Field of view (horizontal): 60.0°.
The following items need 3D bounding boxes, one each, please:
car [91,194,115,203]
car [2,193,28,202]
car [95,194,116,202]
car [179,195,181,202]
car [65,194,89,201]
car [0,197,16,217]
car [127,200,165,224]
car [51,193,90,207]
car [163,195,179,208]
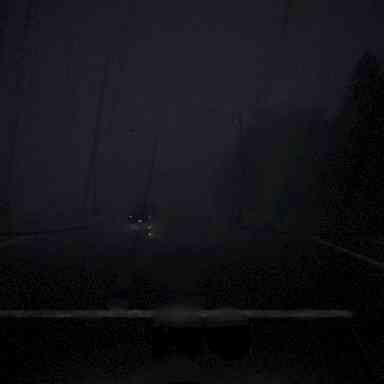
[{"bbox_3d":[-17.616,1.137,62.364,5.027,1.636,2.152,0,0,0],"label":"car"},{"bbox_3d":[-34.997,1.080,65.515,4.605,1.855,1.932,0,0,0],"label":"car"},{"bbox_3d":[-17.935,1.213,68.782,3.806,1.475,1.970,0,0,0],"label":"car"},{"bbox_3d":[-3.442,1.420,73.905,1.882,1.535,5.008,0,0,0],"label":"car"},{"bbox_3d":[-24.981,1.276,72.450,4.514,1.523,2.007,0,0,0],"label":"car"},{"bbox_3d":[-17.364,1.375,28.081,3.633,1.501,1.845,0,0,0],"label":"car"},{"bbox_3d":[-3.491,1.557,25.000,2.033,1.411,5.357,0,0,0],"label":"car"},{"bbox_3d":[-17.214,1.089,46.664,4.605,1.855,1.932,0,0,0],"label":"car"},{"bbox_3d":[-3.463,1.524,48.406,2.033,1.411,5.357,0,0,0],"label":"car"}]
